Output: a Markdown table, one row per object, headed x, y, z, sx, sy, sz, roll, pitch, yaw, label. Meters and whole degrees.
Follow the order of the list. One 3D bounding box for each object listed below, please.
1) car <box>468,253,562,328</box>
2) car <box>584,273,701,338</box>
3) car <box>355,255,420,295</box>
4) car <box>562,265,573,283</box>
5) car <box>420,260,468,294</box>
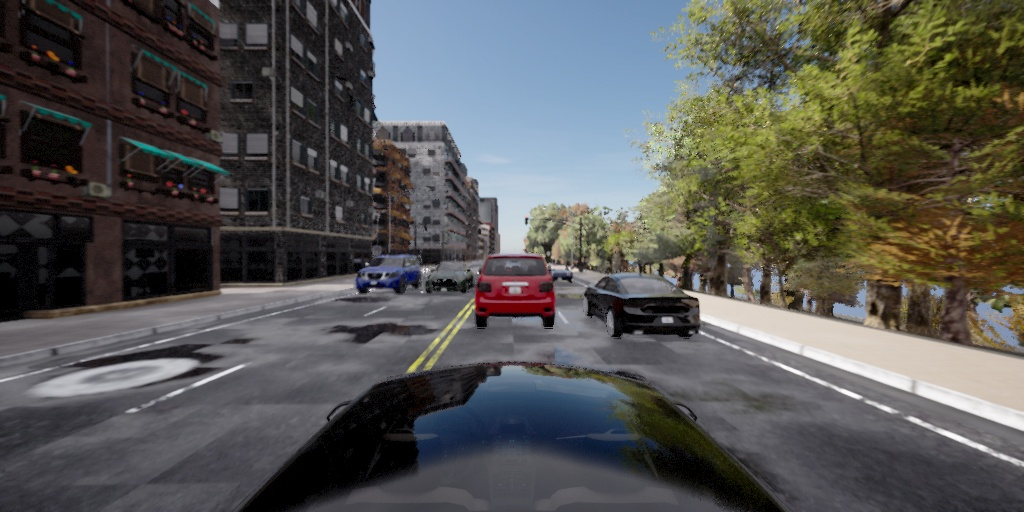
| x | y | z | sx | sy | sz | roll | pitch | yaw | label |
| --- | --- | --- | --- | --- | --- | --- | --- | --- | --- |
| 0.088 | 0.947 | 11.464 | 2.150 | 2.045 | 5.566 | 0 | 0 | 0 | car |
| 3.328 | 1.209 | 10.126 | 1.882 | 1.535 | 5.008 | 0 | 0 | 0 | car |
| -6.602 | 0.935 | 19.898 | 2.150 | 2.045 | 5.566 | 0 | 0 | 0 | car |
| 3.334 | 1.299 | 27.140 | 1.895 | 1.301 | 4.718 | 0 | 0 | 0 | car |
| -3.349 | 1.063 | 19.906 | 2.097 | 1.767 | 4.553 | 0 | 0 | 0 | car |
